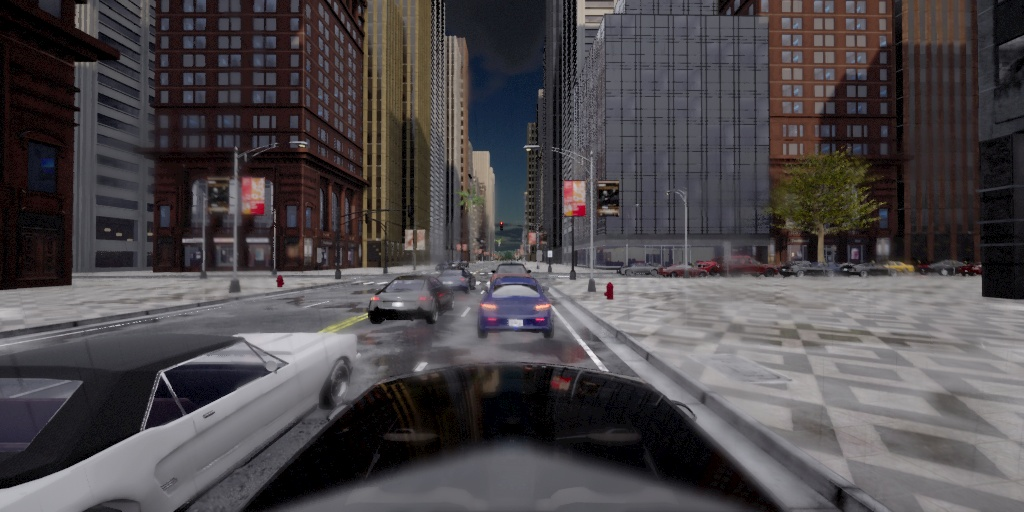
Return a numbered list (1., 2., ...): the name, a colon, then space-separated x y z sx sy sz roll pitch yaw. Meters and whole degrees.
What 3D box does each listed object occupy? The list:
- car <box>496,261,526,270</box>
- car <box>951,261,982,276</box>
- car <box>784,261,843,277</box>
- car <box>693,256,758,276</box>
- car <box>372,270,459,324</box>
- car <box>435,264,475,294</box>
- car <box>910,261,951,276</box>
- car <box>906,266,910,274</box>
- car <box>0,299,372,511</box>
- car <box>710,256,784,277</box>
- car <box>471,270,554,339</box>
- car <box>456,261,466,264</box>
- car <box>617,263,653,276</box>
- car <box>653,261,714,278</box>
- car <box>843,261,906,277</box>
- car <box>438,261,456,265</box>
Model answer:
1. car: -0.034 1.135 19.012 2.097 1.767 4.553 0 0 0
2. car: 43.445 1.214 32.565 4.507 1.381 1.888 0 0 -1
3. car: 26.533 1.276 32.269 4.313 1.339 1.948 0 0 -1
4. car: 22.516 1.011 37.978 5.566 2.045 2.150 0 -1 -1
5. car: -3.171 1.326 12.014 1.994 1.385 4.181 0 0 0
6. car: -3.187 1.353 20.402 1.994 1.385 4.181 0 0 0
7. car: 42.734 1.206 35.178 4.892 1.490 1.837 0 -1 -1
8. car: 43.132 1.296 41.085 4.829 1.417 1.751 0 0 -1
9. car: -3.156 1.351 3.191 1.895 1.301 4.718 0 0 0
10. car: 20.896 1.041 32.171 5.009 1.841 2.192 0 0 -1
11. car: 0.088 1.284 10.027 1.812 1.442 4.674 0 0 0
12. car: -9.938 1.545 63.028 2.128 1.511 4.902 0 0 0
13. car: 13.214 1.384 37.813 4.181 1.385 1.994 0 -1 -1
14. car: 15.257 1.327 32.072 4.207 1.307 1.802 0 0 -1
15. car: 32.169 1.260 32.368 4.313 1.339 1.948 0 0 -1
16. car: -9.941 1.544 52.742 1.994 1.385 4.181 0 0 0
